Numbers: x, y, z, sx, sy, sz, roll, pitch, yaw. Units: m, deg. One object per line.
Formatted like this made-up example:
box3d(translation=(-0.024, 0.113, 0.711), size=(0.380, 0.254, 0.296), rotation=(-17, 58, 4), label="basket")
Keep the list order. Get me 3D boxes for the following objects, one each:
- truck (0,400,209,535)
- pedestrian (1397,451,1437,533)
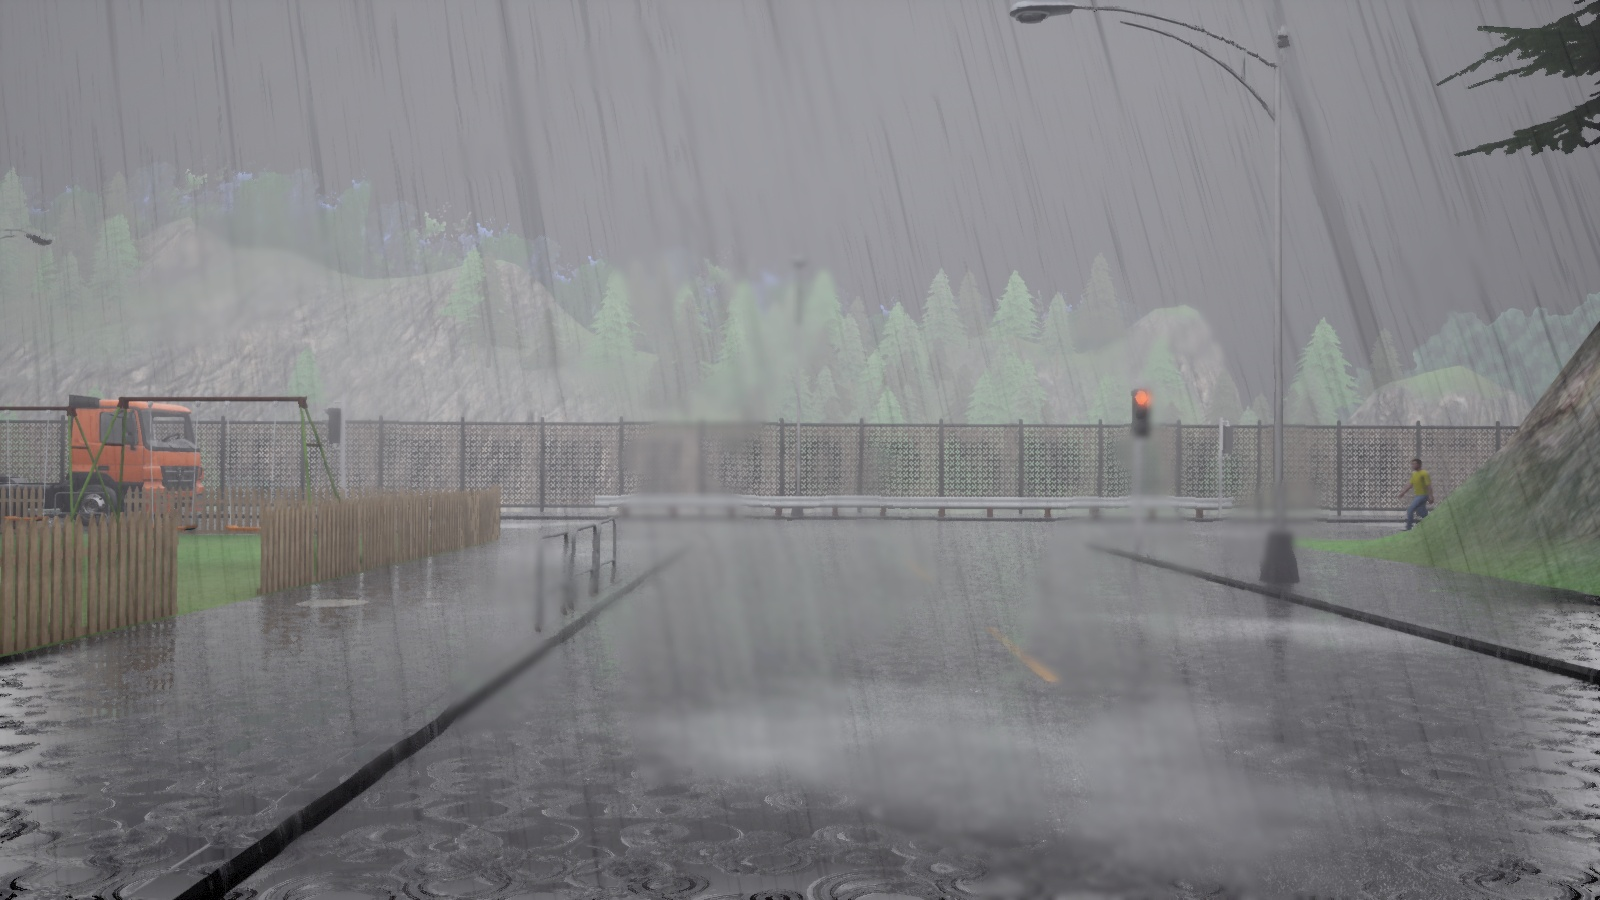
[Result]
box3d(translation=(-20.482, 0.478, 33.609), size=(7.936, 3.462, 2.891), rotation=(0, -1, 0), label="truck")
box3d(translation=(13.960, 0.945, 28.412), size=(0.706, 1.836, 0.354), rotation=(0, -1, 0), label="pedestrian")
